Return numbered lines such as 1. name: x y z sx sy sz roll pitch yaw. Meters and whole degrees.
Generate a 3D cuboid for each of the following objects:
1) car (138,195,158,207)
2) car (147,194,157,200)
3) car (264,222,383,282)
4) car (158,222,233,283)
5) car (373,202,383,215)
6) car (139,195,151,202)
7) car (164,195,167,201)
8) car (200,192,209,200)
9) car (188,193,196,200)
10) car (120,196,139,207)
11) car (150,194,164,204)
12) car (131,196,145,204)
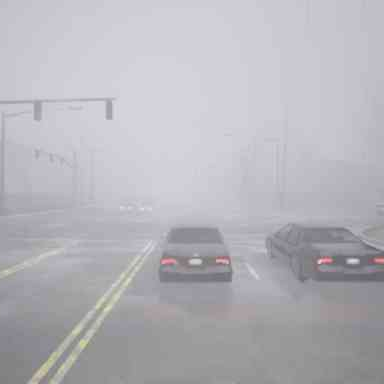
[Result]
1. car: -7.144 1.713 54.491 1.994 1.385 4.181 0 0 0
2. car: -10.596 1.314 88.405 1.994 1.385 4.181 0 1 0
3. car: 3.576 1.596 9.883 2.033 1.411 5.357 0 0 0
4. car: 0.077 1.596 9.831 2.033 1.411 5.357 0 0 0
5. car: 21.388 1.385 33.608 5.566 2.045 2.150 0 0 -2
6. car: -10.582 1.505 75.499 2.033 1.411 5.357 0 1 0
7. car: -7.080 1.496 73.021 1.837 1.490 4.892 0 1 0
8. car: 3.405 1.016 87.067 2.150 2.045 5.566 0 1 0
9. car: -0.095 1.144 87.204 2.097 1.767 4.553 0 1 0
10. car: -10.648 1.692 55.693 2.033 1.411 5.357 0 0 0
11. car: -7.112 1.443 63.168 2.097 1.767 4.553 0 0 0
12. car: -10.593 1.580 65.225 1.837 1.490 4.892 0 1 0
